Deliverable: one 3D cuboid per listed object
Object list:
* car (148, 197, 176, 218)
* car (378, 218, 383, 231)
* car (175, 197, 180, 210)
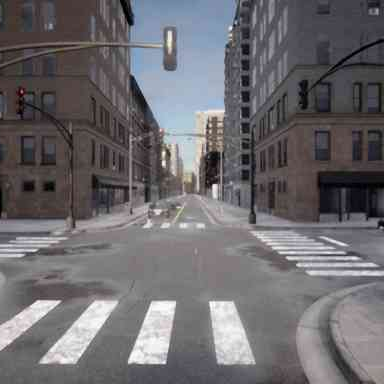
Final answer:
[{"bbox_3d":[-2.836,1.489,30.020,2.128,1.511,4.902,0,0,0],"label":"car"},{"bbox_3d":[12.379,1.557,17.894,4.313,1.339,1.947,0,0,0],"label":"car"},{"bbox_3d":[-2.822,1.604,40.137,1.895,1.301,4.718,0,0,0],"label":"car"}]
